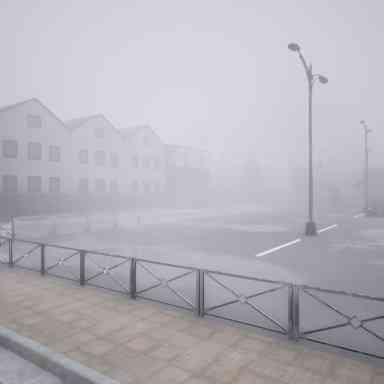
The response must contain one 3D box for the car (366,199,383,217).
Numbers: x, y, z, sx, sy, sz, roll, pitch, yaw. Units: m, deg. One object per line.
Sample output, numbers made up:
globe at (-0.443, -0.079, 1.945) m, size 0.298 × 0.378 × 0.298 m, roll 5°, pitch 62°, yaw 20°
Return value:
car at (15.339, 1.298, 26.865) m, size 2.007 × 1.523 × 4.514 m, roll 0°, pitch 0°, yaw 35°
